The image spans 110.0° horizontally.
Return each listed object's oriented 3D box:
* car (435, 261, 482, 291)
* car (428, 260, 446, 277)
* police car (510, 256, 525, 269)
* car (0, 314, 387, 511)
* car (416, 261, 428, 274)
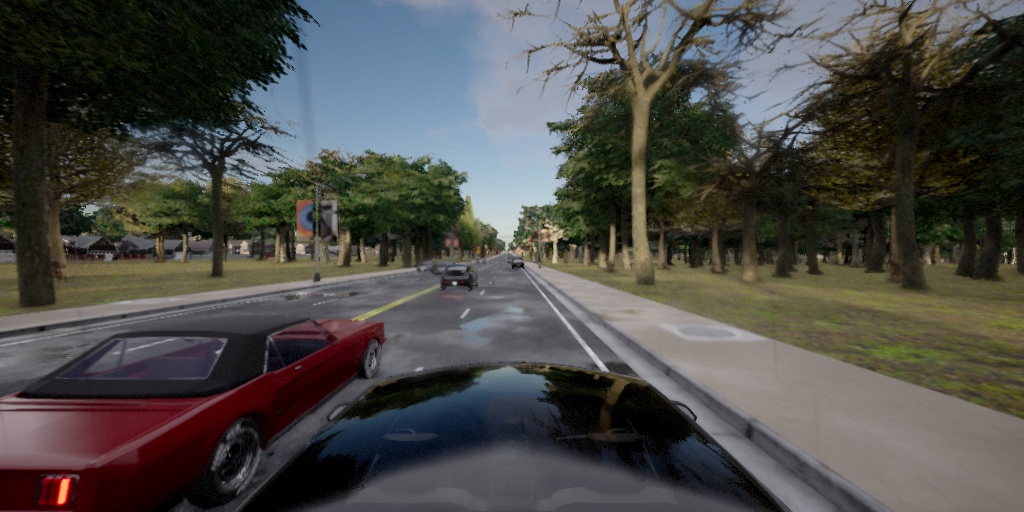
[{"bbox_3d":[-3.152,1.262,22.085,1.837,1.490,4.892,0,0,0],"label":"car"},{"bbox_3d":[-6.594,1.262,36.119,2.128,1.511,4.902,0,0,0],"label":"car"},{"bbox_3d":[0.968,1.219,55.725,1.930,1.638,5.238,0,0,0],"label":"police car"},{"bbox_3d":[-3.151,1.351,4.300,1.895,1.301,4.718,0,0,0],"label":"car"},{"bbox_3d":[-9.835,1.270,42.217,2.128,1.511,4.902,0,0,0],"label":"car"}]
